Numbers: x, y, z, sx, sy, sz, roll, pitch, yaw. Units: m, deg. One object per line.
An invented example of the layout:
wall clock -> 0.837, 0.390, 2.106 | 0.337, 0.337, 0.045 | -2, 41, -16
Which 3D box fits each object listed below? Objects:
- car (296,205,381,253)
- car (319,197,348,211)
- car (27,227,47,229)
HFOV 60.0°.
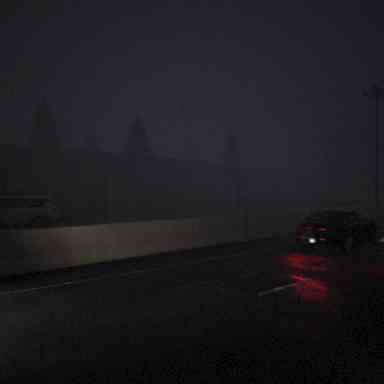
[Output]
car -> 6.187, 1.506, 13.831 | 4.892, 1.490, 1.837 | 0, 1, -42
car -> 17.913, 1.477, 41.911 | 1.882, 1.535, 5.008 | 0, 0, 42
car -> -10.282, 1.221, 18.303 | 5.566, 2.045, 2.150 | 0, 0, -38
